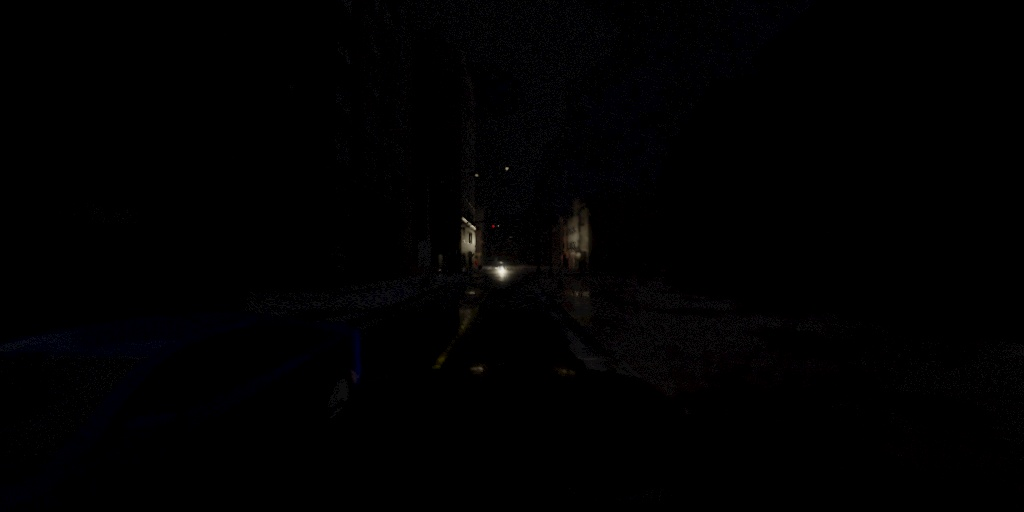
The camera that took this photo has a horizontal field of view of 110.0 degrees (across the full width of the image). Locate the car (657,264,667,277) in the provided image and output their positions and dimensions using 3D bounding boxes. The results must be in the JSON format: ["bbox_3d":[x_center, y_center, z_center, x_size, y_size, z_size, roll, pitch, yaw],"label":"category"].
[{"bbox_3d":[19.030,1.725,39.826,4.829,1.417,1.751,0,0,0],"label":"car"}]

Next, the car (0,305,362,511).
[{"bbox_3d":[-2.850,1.234,2.568,1.882,1.535,5.008,0,0,0],"label":"car"}]

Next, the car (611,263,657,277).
[{"bbox_3d":[13.237,1.721,39.817,4.313,1.339,1.948,0,0,0],"label":"car"}]

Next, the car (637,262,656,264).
[{"bbox_3d":[16.542,1.519,42.469,4.553,1.767,2.097,0,-1,0],"label":"car"}]

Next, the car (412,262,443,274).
[{"bbox_3d":[-10.633,1.472,42.405,5.008,1.535,1.882,2,-1,0],"label":"car"}]
